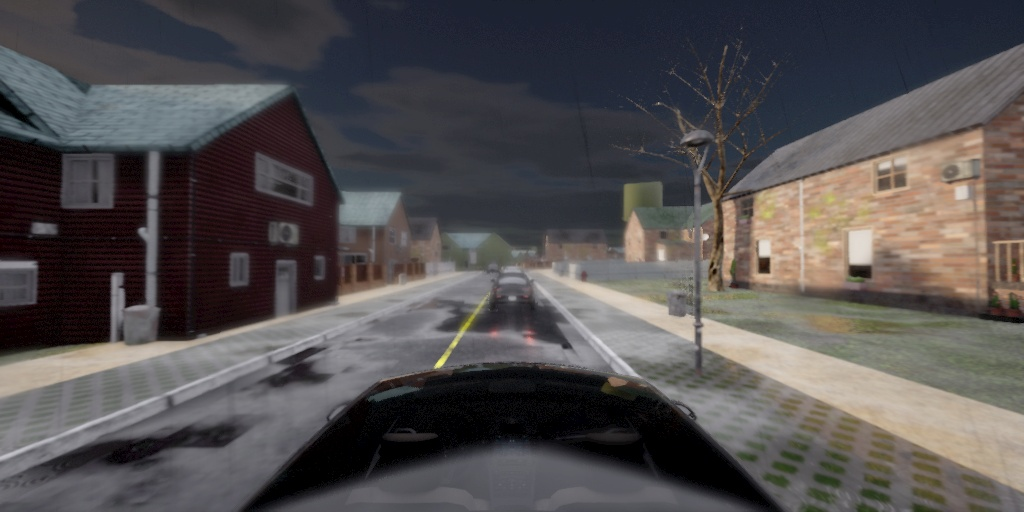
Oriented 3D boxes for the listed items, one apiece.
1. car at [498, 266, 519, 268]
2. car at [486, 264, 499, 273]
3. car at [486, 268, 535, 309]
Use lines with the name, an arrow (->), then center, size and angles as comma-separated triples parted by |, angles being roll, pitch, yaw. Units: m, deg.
car -> 0.044, 1.625, 30.748 | 1.812, 1.442, 4.674 | 0, -1, 1
car -> -2.733, 1.897, 52.763 | 1.837, 1.490, 4.892 | 0, -1, 0
car -> 0.035, 1.438, 15.734 | 1.812, 1.442, 4.674 | 0, 0, 1
